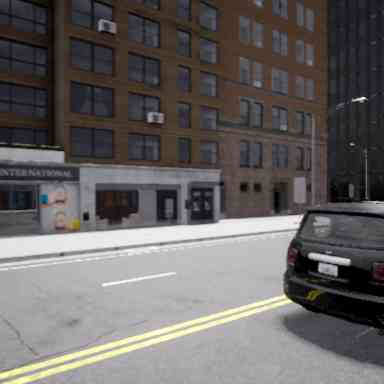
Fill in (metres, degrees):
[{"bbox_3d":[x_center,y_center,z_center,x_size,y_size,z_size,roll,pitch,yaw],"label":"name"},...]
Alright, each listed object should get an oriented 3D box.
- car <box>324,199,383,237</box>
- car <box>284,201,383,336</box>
[{"bbox_3d":[9.665,1.329,18.530,4.553,1.767,2.097,0,0,-35],"label":"car"},{"bbox_3d":[4.166,1.215,6.409,5.566,2.045,2.150,0,0,-35],"label":"car"}]
